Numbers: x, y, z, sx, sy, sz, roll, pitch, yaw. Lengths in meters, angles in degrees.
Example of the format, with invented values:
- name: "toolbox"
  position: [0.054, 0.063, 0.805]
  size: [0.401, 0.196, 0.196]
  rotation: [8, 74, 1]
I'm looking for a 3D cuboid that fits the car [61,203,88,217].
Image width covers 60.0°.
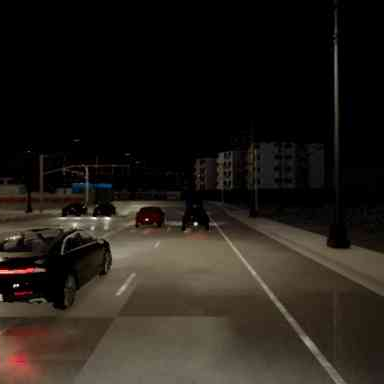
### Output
- name: "car"
  position: [-13.784, 2.105, 39.240]
  size: [1.837, 1.490, 4.892]
  rotation: [0, -1, 1]

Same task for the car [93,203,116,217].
- name: "car"
  position: [-10.280, 2.095, 39.376]
  size: [1.837, 1.490, 4.892]
  rotation: [0, -1, 1]

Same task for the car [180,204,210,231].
- name: "car"
  position: [0.244, 1.866, 23.830]
  size: [1.837, 1.490, 4.892]
  rotation: [0, -1, 0]

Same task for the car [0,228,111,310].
- name: "car"
  position: [-3.346, 1.623, 8.099]
  size: [2.128, 1.511, 4.902]
  rotation: [0, -1, 0]

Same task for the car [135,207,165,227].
- name: "car"
  position: [-3.241, 1.892, 26.499]
  size: [1.882, 1.535, 5.008]
  rotation: [0, -1, 0]

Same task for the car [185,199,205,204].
- name: "car"
  position: [0.333, 1.791, 39.656]
  size: [2.150, 2.045, 5.566]
  rotation: [0, 0, 0]
